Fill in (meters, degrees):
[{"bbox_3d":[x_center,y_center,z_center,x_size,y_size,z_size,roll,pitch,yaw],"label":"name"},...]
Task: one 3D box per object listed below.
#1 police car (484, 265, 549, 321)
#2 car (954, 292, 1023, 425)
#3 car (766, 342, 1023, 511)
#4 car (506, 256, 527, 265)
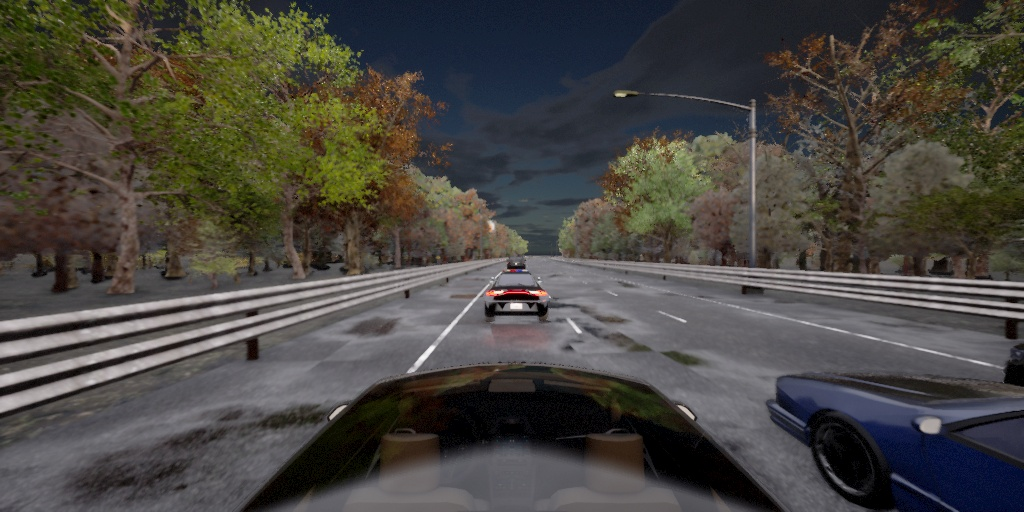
[{"bbox_3d":[0.142,1.254,12.645,2.038,1.542,4.974,0,0,0],"label":"police car"},{"bbox_3d":[7.106,1.243,2.446,2.128,1.511,4.902,0,0,0],"label":"car"},{"bbox_3d":[3.600,1.298,1.286,2.033,1.411,5.357,0,0,0],"label":"car"},{"bbox_3d":[0.514,0.968,42.229,2.150,2.045,5.566,0,0,1],"label":"car"}]
